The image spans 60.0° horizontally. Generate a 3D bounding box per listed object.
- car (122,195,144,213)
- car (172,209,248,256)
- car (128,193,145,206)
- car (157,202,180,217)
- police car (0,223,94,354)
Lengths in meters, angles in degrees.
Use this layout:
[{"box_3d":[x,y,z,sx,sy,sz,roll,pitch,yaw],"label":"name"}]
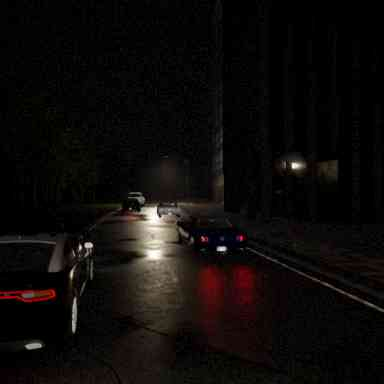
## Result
[{"box_3d":[-6.478,1.419,35.931,1.837,1.490,4.892,0,0,-6],"label":"car"},{"box_3d":[0.570,1.589,13.235,1.895,1.301,4.718,0,0,-11],"label":"car"},{"box_3d":[-7.789,1.099,46.302,2.150,2.045,5.566,0,0,-4],"label":"car"},{"box_3d":[-2.234,1.536,30.522,1.895,1.301,4.718,0,0,-8],"label":"car"},{"box_3d":[-3.041,1.424,6.451,1.930,1.638,5.238,0,0,-12],"label":"police car"}]
